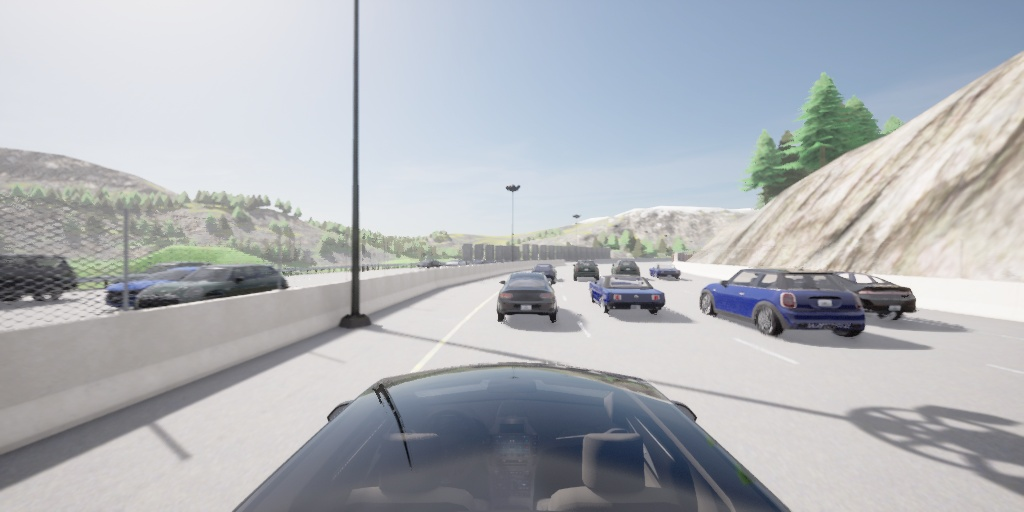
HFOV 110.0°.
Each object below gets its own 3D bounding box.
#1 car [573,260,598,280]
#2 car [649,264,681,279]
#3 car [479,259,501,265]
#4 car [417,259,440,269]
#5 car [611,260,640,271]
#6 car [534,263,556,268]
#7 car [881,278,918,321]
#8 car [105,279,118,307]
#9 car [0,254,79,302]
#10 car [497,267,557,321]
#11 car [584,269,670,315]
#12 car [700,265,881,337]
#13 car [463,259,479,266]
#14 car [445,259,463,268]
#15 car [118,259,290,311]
[{"bbox_3d":[6.390,1.119,31.128,2.097,1.767,4.553,0,0,10],"label":"car"},{"bbox_3d":[13.734,1.385,32.524,1.895,1.301,4.718,0,0,11],"label":"car"},{"bbox_3d":[-2.822,1.346,53.649,1.895,1.301,4.718,0,0,17],"label":"car"},{"bbox_3d":[-12.991,1.212,56.180,2.128,1.511,4.902,0,0,17],"label":"car"},{"bbox_3d":[10.175,1.128,32.365,2.097,1.767,4.553,0,0,10],"label":"car"},{"bbox_3d":[2.784,1.322,30.849,1.994,1.385,4.181,0,0,10],"label":"car"},{"bbox_3d":[11.091,1.269,12.641,2.128,1.511,4.902,0,0,4],"label":"car"},{"bbox_3d":[-13.490,1.196,14.934,1.882,1.535,5.008,0,0,5],"label":"car"},{"bbox_3d":[-20.612,0.922,13.683,2.150,2.045,5.566,0,0,4],"label":"car"},{"bbox_3d":[0.539,1.277,12.337,1.812,1.442,4.674,0,0,4],"label":"car"},{"bbox_3d":[4.138,1.361,13.722,1.895,1.301,4.718,0,0,4],"label":"car"},{"bbox_3d":[7.451,1.120,10.533,2.097,1.767,4.553,0,0,3],"label":"car"},{"bbox_3d":[-5.338,1.230,57.312,2.128,1.511,4.902,0,0,18],"label":"car"},{"bbox_3d":[-9.009,1.256,57.337,1.812,1.442,4.674,0,0,18],"label":"car"},{"bbox_3d":[-10.131,1.078,12.575,2.097,1.767,4.553,0,0,4],"label":"car"}]
